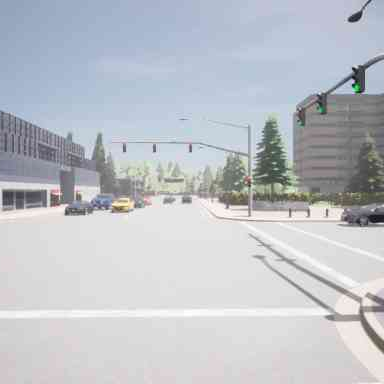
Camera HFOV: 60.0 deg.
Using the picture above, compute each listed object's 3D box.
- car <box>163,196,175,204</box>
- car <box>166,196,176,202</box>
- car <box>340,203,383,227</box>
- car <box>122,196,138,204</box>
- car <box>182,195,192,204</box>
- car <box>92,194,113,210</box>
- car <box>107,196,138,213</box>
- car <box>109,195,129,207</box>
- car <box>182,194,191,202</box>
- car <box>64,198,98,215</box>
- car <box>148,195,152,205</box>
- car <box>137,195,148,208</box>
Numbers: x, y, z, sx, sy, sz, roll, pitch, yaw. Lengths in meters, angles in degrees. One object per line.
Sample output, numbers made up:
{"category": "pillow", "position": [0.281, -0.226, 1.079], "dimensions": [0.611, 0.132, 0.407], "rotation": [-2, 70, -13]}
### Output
{"category": "car", "position": [-4.573, 1.547, 64.587], "dimensions": [2.033, 1.411, 5.357], "rotation": [0, 0, -1]}
{"category": "car", "position": [-4.718, 1.510, 75.222], "dimensions": [1.895, 1.301, 4.718], "rotation": [0, 0, -1]}
{"category": "car", "position": [12.502, 1.492, 22.191], "dimensions": [4.902, 1.511, 2.128], "rotation": [0, 0, -1]}
{"category": "car", "position": [-11.595, 1.492, 62.937], "dimensions": [2.128, 1.511, 4.902], "rotation": [0, 0, 0]}
{"category": "car", "position": [-0.976, 1.505, 64.910], "dimensions": [1.837, 1.490, 4.892], "rotation": [0, 0, -1]}
{"category": "car", "position": [-11.375, 1.222, 42.778], "dimensions": [2.150, 2.045, 5.566], "rotation": [0, 0, -1]}
{"category": "car", "position": [-7.806, 1.478, 37.817], "dimensions": [1.882, 1.535, 5.008], "rotation": [0, 0, -1]}
{"category": "car", "position": [-11.499, 1.352, 52.678], "dimensions": [2.097, 1.767, 4.553], "rotation": [0, 0, -1]}
{"category": "car", "position": [-1.213, 1.355, 74.976], "dimensions": [2.097, 1.767, 4.553], "rotation": [0, 0, -1]}
{"category": "car", "position": [-11.242, 1.564, 33.426], "dimensions": [1.994, 1.385, 4.181], "rotation": [0, 0, -1]}
{"category": "car", "position": [-8.050, 1.352, 57.168], "dimensions": [2.097, 1.767, 4.553], "rotation": [0, 0, -1]}
{"category": "car", "position": [-7.929, 1.352, 47.054], "dimensions": [2.097, 1.767, 4.553], "rotation": [0, 0, -1]}
